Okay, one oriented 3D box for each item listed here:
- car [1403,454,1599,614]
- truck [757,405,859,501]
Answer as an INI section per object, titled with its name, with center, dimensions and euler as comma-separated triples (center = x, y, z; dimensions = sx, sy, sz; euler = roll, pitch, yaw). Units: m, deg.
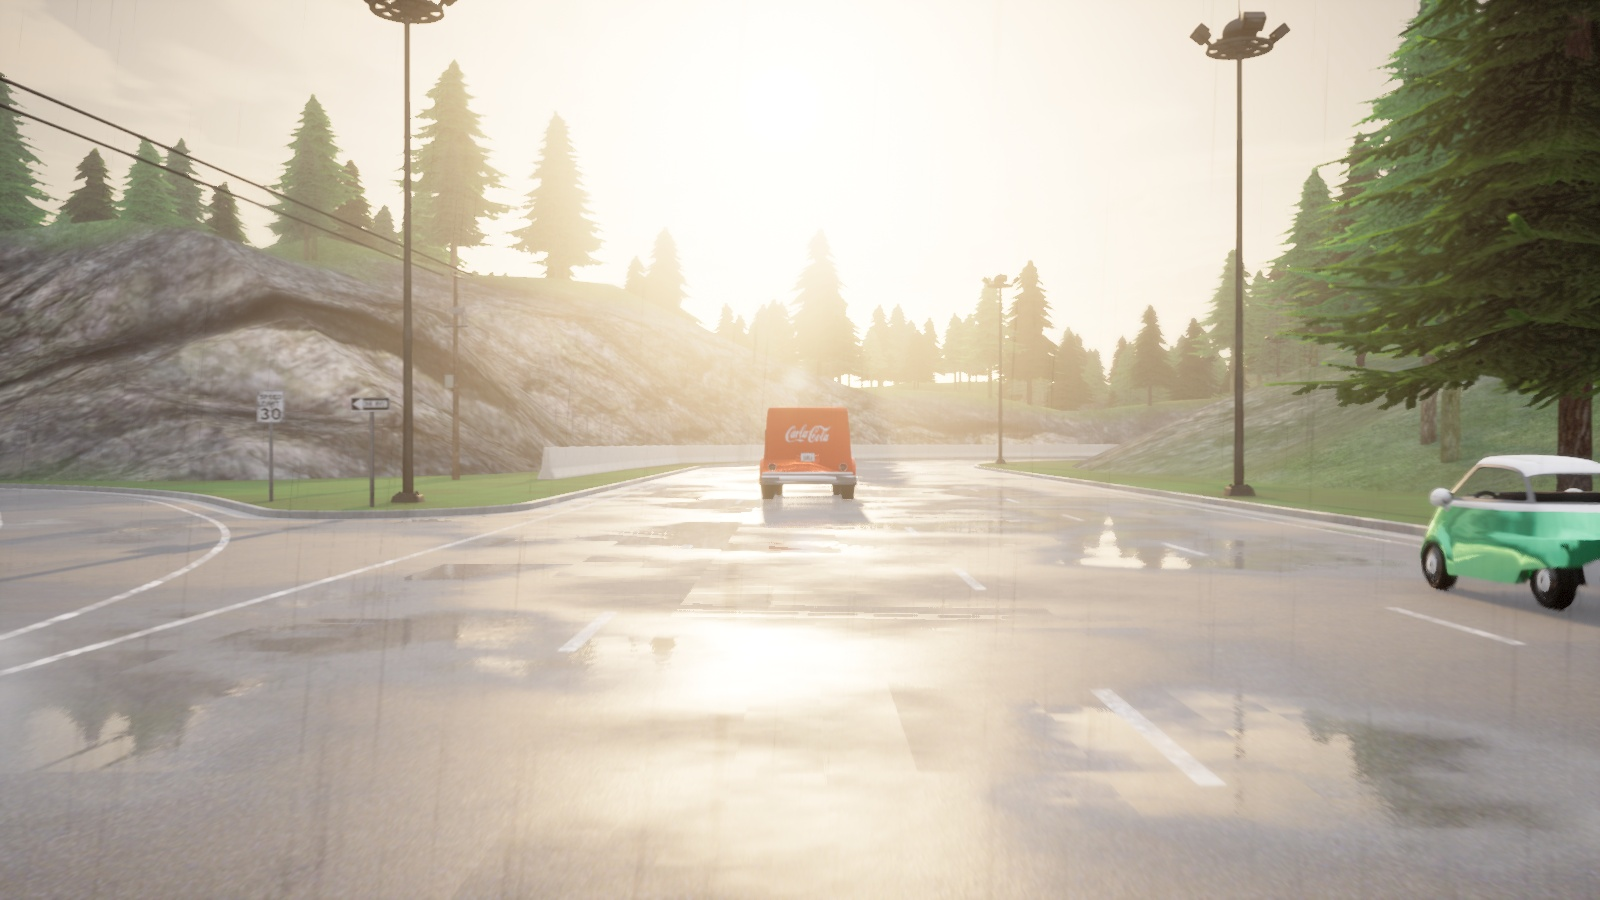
[car]
center = 7.085, 0.738, 12.113
dimensions = 1.481, 1.376, 2.207
euler = 0, 1, 0
[truck]
center = 0.217, 0.063, 34.956
dimensions = 2.627, 2.467, 5.204
euler = 0, 0, 0
